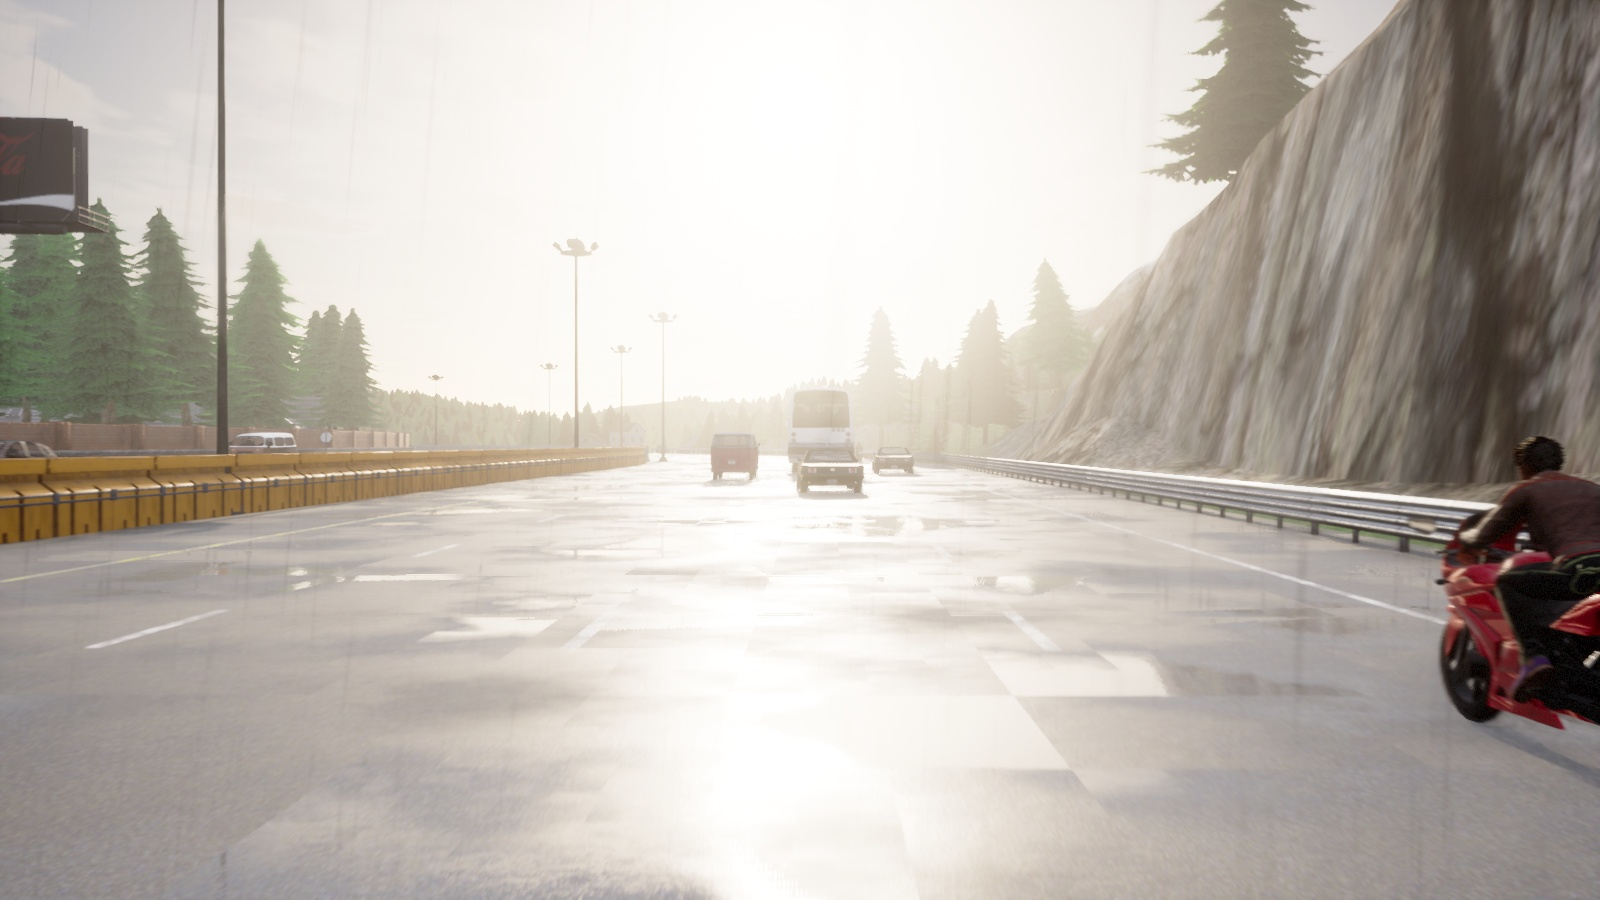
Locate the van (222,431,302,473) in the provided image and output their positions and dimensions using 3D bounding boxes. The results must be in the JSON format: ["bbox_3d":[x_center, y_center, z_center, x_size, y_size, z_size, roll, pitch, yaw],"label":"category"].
[{"bbox_3d":[-26.946,0.090,63.069,2.069,2.038,4.480,0,0,1],"label":"van"}]

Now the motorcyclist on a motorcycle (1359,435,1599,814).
[{"bbox_3d":[3.547,0.697,6.064,0.797,1.523,2.044,0,0,0],"label":"motorcyclist on a motorcycle"}]

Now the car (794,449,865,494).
[{"bbox_3d":[0.860,0.626,39.040,1.895,1.301,4.718,0,0,-2],"label":"car"}]

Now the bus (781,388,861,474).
[{"bbox_3d":[1.139,-1.009,66.956,3.944,4.253,10.273,0,1,1],"label":"bus"}]

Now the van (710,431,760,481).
[{"bbox_3d":[-2.655,0.205,52.043,1.775,1.987,4.442,0,1,1],"label":"van"}]

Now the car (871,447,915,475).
[{"bbox_3d":[4.540,0.499,62.011,1.895,1.301,4.718,0,0,1],"label":"car"}]

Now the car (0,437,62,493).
[{"bbox_3d":[-23.936,0.415,37.127,1.851,1.617,3.988,0,0,1],"label":"car"}]
